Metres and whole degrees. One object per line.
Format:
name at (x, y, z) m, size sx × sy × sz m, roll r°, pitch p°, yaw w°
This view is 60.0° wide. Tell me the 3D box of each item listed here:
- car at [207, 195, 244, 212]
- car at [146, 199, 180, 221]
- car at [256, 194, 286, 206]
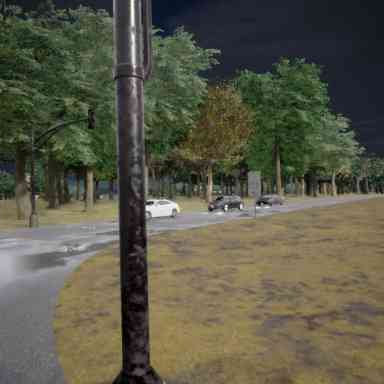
car at (3.341, 1.087, 32.545) m, size 1.837 × 1.490 × 4.892 m, roll -3°, pitch -1°, yaw 37°
car at (-2.792, 1.268, 24.476) m, size 1.812 × 1.442 × 4.674 m, roll -3°, pitch -1°, yaw 37°
car at (9.753, 0.970, 40.956) m, size 2.033 × 1.411 × 5.357 m, roll -3°, pitch -1°, yaw 37°
